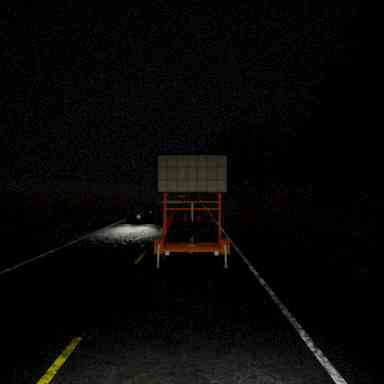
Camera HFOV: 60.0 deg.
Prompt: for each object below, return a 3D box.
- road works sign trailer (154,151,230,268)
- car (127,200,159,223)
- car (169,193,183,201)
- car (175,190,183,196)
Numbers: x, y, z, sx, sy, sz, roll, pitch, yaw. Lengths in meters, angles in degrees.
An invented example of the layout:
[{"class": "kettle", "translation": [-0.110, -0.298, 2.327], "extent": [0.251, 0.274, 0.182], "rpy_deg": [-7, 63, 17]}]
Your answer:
[{"class": "road works sign trailer", "translation": [0.013, 0.444, 11.212], "extent": [2.380, 3.560, 2.880], "rpy_deg": [0, 0, 1]}, {"class": "car", "translation": [-3.597, 1.398, 24.922], "extent": [2.128, 1.511, 4.902], "rpy_deg": [0, 0, 0]}, {"class": "car", "translation": [-3.520, 0.923, 65.884], "extent": [2.128, 1.511, 4.902], "rpy_deg": [0, 1, 1]}, {"class": "car", "translation": [-3.488, 0.296, 91.084], "extent": [1.994, 1.385, 4.181], "rpy_deg": [0, 2, 0]}]
